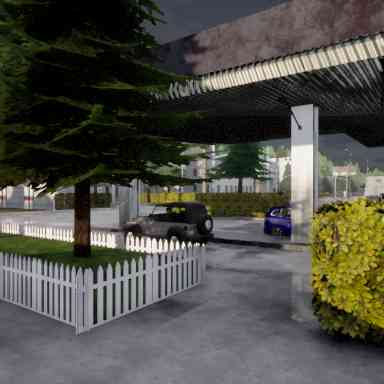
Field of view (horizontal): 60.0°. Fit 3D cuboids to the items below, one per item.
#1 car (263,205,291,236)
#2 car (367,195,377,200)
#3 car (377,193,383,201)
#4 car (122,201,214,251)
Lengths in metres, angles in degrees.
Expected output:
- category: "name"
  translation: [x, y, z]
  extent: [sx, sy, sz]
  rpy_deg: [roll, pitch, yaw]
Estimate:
- category: "car"
  translation: [5.820, 1.480, 15.985]
  extent: [4.611, 1.667, 2.242]
  rpy_deg: [0, 0, 35]
- category: "car"
  translation: [33.036, 1.298, 60.262]
  extent: [2.007, 1.523, 4.514]
  rpy_deg: [0, 0, 35]
- category: "car"
  translation: [25.773, 1.077, 43.521]
  extent: [1.905, 1.878, 3.866]
  rpy_deg: [0, 0, 35]
- category: "car"
  translation: [-0.981, 1.313, 13.836]
  extent: [3.866, 1.878, 1.905]
  rpy_deg: [0, 0, 35]
